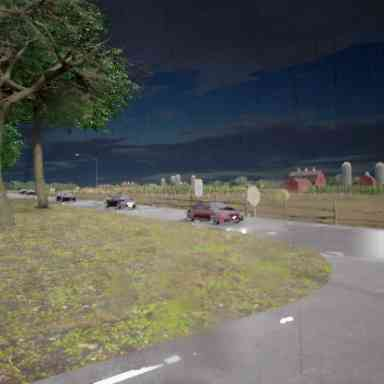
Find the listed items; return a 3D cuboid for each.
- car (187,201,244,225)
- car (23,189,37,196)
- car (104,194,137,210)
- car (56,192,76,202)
[{"bbox_3d":[1.417,1.301,21.647,1.994,1.385,4.181,-1,2,-34],"label":"car"},{"bbox_3d":[-40.908,0.215,84.729,1.882,1.535,5.008,-1,1,-36],"label":"car"},{"bbox_3d":[-7.288,0.996,33.610,2.128,1.511,4.902,-1,2,-36],"label":"car"},{"bbox_3d":[-18.907,0.724,49.768,1.882,1.535,5.008,-1,1,-36],"label":"car"}]
